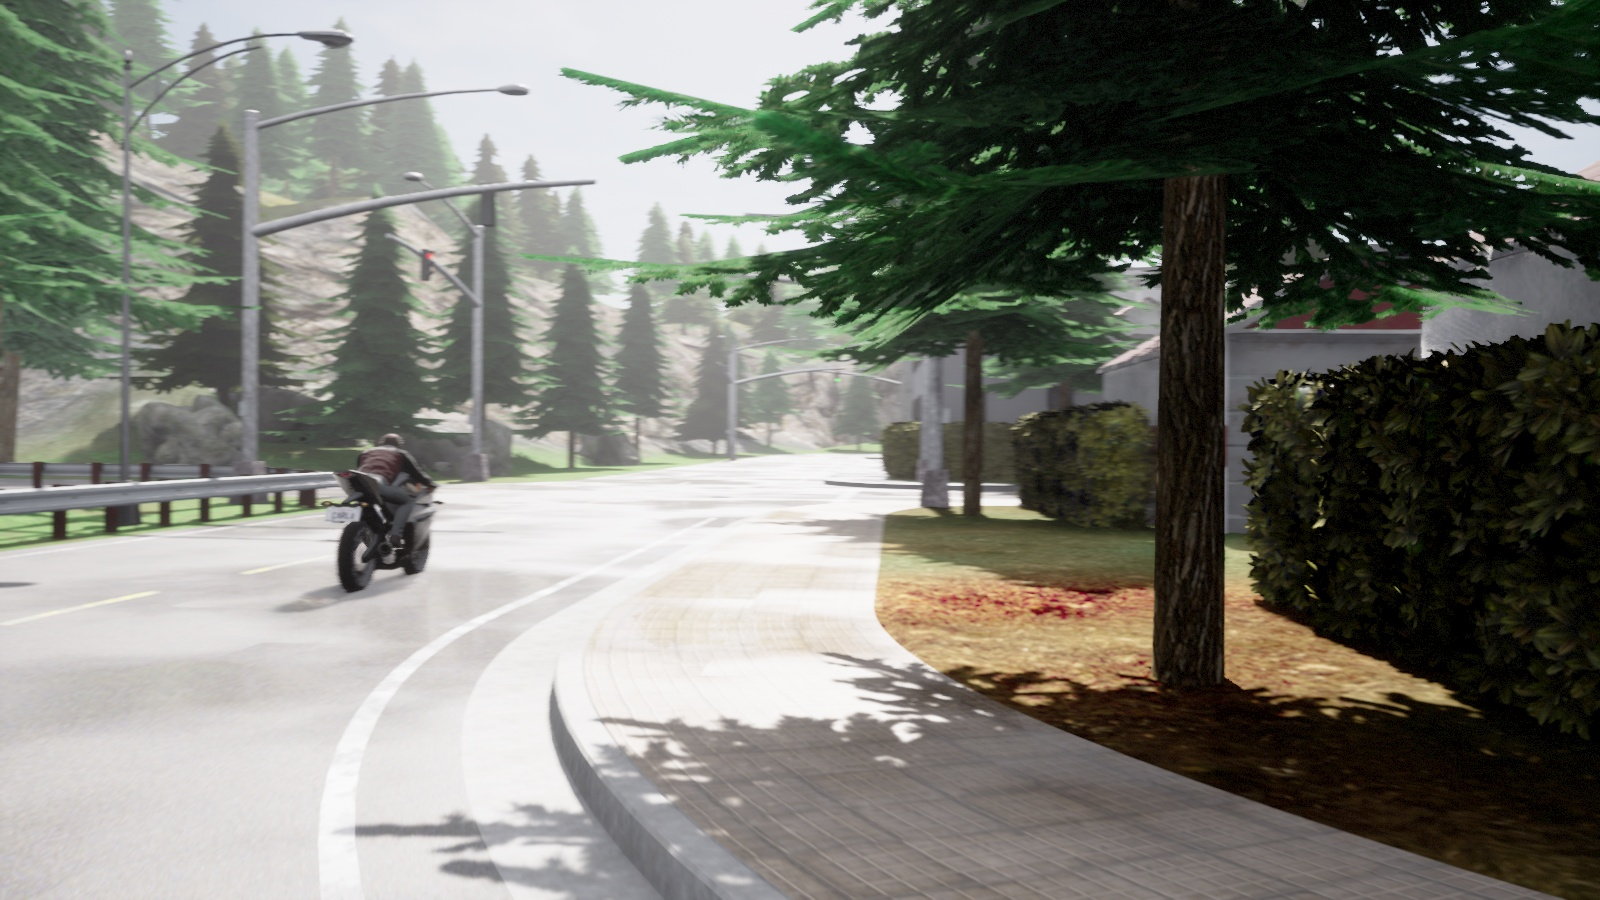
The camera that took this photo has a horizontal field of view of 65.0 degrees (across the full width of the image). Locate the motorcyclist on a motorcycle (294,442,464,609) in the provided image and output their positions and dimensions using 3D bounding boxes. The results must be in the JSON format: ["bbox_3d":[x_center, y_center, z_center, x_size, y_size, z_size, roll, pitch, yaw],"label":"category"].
[{"bbox_3d":[-4.160,0.686,12.622,0.866,1.530,2.191,0,1,3],"label":"motorcyclist on a motorcycle"}]
